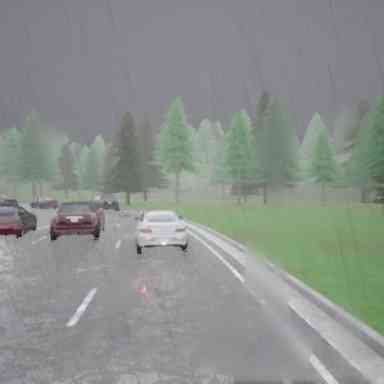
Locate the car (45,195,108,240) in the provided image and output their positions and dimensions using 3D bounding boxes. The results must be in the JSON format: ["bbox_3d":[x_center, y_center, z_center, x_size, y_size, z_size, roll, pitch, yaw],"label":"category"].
[{"bbox_3d":[-5.465,1.215,16.306,2.097,1.767,4.553,0,1,-12],"label":"car"}]

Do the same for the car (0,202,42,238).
[{"bbox_3d":[-9.135,1.430,16.655,1.994,1.385,4.181,0,1,-14],"label":"car"}]

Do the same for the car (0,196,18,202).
[{"bbox_3d":[-20.823,1.211,36.738,4.892,1.490,1.837,0,0,43],"label":"car"}]

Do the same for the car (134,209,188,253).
[{"bbox_3d":[-1.293,1.409,13.175,1.812,1.442,4.674,0,0,-9],"label":"car"}]

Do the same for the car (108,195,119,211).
[{"bbox_3d":[-9.230,1.060,34.300,2.097,1.767,4.553,-1,1,-34],"label":"car"}]

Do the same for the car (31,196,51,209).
[{"bbox_3d":[-16.764,1.217,37.633,1.812,1.442,4.674,0,0,-44],"label":"car"}]
